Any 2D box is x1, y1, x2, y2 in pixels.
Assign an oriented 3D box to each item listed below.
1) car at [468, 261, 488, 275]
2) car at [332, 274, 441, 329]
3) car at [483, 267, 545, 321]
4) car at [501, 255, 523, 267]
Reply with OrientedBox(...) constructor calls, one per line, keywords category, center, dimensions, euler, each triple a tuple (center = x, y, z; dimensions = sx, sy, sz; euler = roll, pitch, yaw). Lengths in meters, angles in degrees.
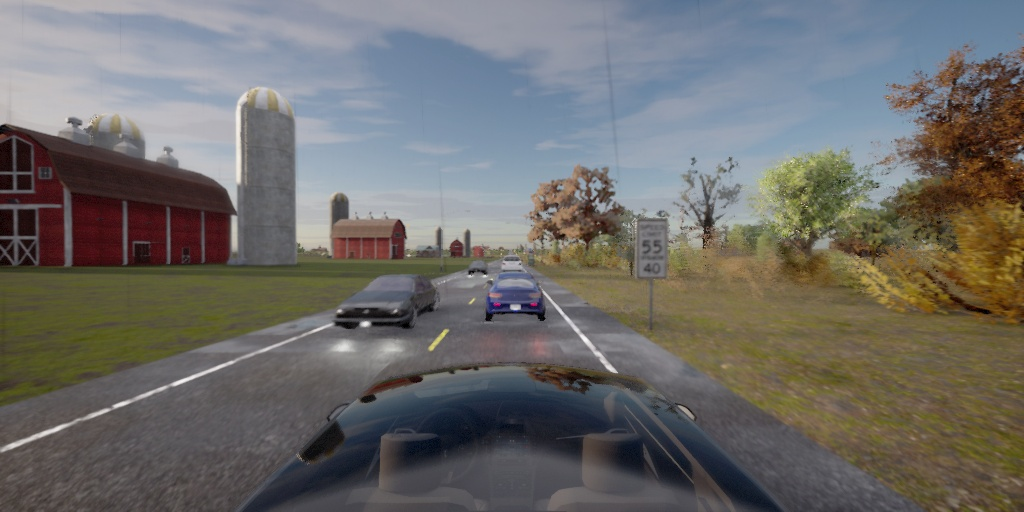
OrientedBox(category="car", center=(-3.558, 1.238, 38.332), dimensions=(1.837, 1.490, 4.892), euler=(0, -1, 1))
OrientedBox(category="car", center=(-3.601, 1.293, 11.465), dimensions=(2.033, 1.411, 5.357), euler=(0, 0, 0))
OrientedBox(category="car", center=(0.100, 1.271, 12.385), dimensions=(1.812, 1.442, 4.674), euler=(0, 0, 0))
OrientedBox(category="car", center=(-0.001, 0.955, 38.345), dimensions=(2.150, 2.045, 5.566), euler=(0, 0, 0))
